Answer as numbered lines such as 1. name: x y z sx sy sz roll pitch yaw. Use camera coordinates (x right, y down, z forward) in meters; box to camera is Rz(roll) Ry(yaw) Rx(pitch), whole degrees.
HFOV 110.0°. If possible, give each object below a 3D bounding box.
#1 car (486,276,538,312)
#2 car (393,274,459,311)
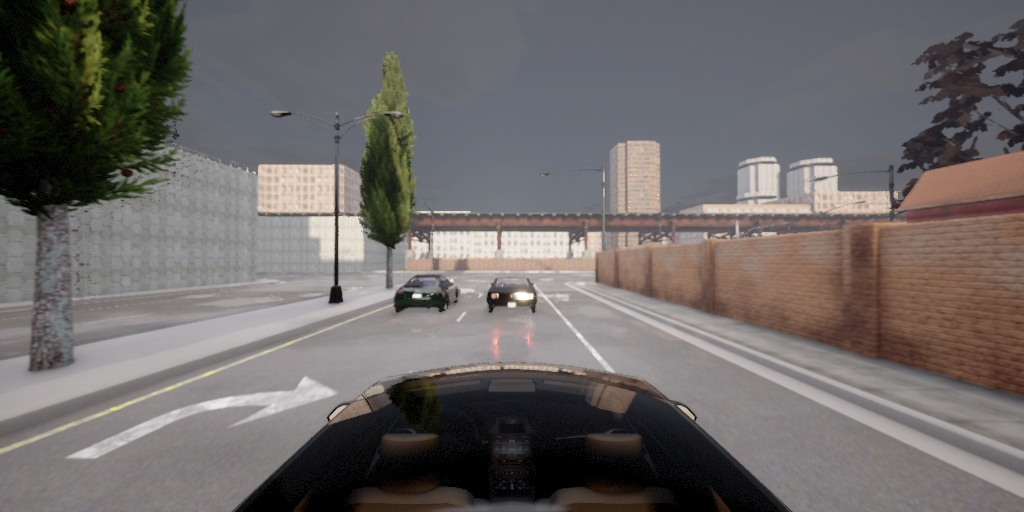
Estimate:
1. car: 0.014 1.498 15.077 1.895 1.301 4.718 0 -1 0
2. car: -3.484 1.463 15.238 1.994 1.385 4.181 0 -1 1
